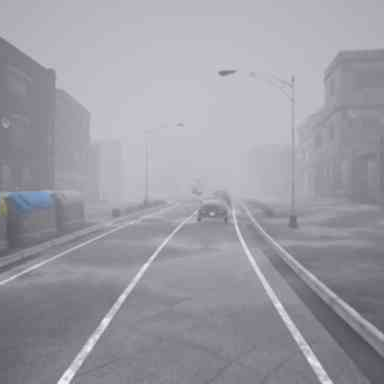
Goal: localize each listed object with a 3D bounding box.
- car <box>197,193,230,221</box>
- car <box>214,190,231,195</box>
[{"bbox_3d":[1.384,1.023,21.412,1.812,1.442,4.674,0,1,6],"label":"car"},{"bbox_3d":[3.397,0.575,38.828,2.097,1.767,4.553,0,0,7],"label":"car"}]
